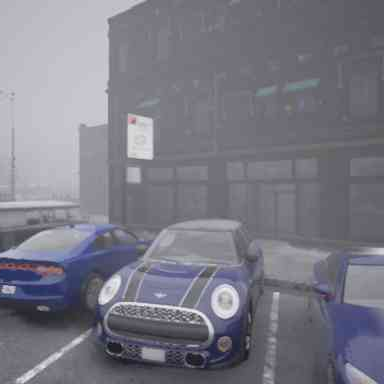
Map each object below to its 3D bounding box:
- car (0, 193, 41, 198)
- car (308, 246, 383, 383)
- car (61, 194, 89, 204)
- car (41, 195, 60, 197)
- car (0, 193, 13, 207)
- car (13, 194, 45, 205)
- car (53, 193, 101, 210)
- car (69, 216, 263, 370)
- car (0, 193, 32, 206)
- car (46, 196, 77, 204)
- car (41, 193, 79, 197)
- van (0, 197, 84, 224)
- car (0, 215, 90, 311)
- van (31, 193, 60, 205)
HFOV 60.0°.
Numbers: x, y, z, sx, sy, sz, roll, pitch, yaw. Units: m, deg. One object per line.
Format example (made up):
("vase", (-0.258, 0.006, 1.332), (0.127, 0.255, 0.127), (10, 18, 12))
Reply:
("car", (-20.046, 1.204, 36.409), (5.566, 2.045, 2.435), (1, 0, 14))
("car", (2.572, 1.526, 4.328), (2.002, 1.452, 4.674), (1, -1, 16))
("car", (-22.222, 1.326, 63.443), (4.553, 1.767, 2.185), (-1, 0, 14))
("car", (-18.447, 1.486, 38.849), (4.792, 1.488, 2.163), (1, 1, 14))
("car", (-30.739, 1.194, 50.938), (5.566, 2.045, 2.435), (-1, 0, 14))
("car", (-27.358, 1.323, 55.965), (4.553, 1.767, 2.185), (-1, -1, 14))
("car", (-15.133, 1.208, 43.762), (5.566, 2.045, 2.435), (1, 1, 14))
("car", (0.145, 1.356, 6.106), (2.185, 1.767, 4.553), (1, -1, 15))
("car", (-28.992, 1.195, 53.451), (5.566, 2.045, 2.435), (-1, -1, 14))
("car", (-23.948, 1.452, 60.964), (4.892, 1.521, 2.231), (-1, -1, 14))
("car", (-16.790, 1.207, 41.310), (5.566, 2.045, 2.435), (1, 1, 14))
("van", (-4.731, 1.251, 9.685), (1.878, 1.987, 4.442), (0, -1, 15))
("car", (-2.322, 1.478, 7.819), (2.097, 1.535, 5.008), (0, -1, 16))
("van", (-25.751, 1.225, 58.480), (4.442, 1.987, 1.878), (-1, 0, 14))
